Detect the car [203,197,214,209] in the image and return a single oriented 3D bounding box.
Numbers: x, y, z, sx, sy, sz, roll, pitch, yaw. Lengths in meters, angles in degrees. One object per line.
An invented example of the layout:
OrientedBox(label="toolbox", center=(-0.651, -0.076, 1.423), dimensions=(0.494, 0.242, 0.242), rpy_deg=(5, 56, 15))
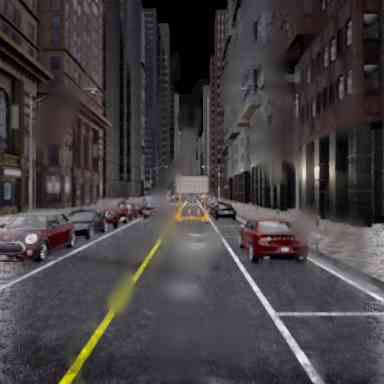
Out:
OrientedBox(label="car", center=(2.775, 1.687, 40.130), dimensions=(2.008, 1.369, 4.403), rpy_deg=(0, 0, 0))

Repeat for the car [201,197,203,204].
OrientedBox(label="car", center=(2.778, 1.761, 51.335), dimensions=(1.802, 1.307, 4.206), rpy_deg=(0, 0, 0))

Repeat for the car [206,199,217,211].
OrientedBox(label="car", center=(2.774, 1.682, 34.529), dimensions=(1.947, 1.339, 4.313), rpy_deg=(0, 0, 0))

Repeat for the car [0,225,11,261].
OrientedBox(label="car", center=(-5.758, 1.588, 6.510), dimensions=(1.947, 1.339, 4.313), rpy_deg=(0, 0, 0))

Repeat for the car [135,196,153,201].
OrientedBox(label="car", center=(-5.750, 1.432, 34.519), dimensions=(2.192, 1.841, 5.009), rpy_deg=(0, 0, 0))

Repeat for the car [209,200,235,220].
OrientedBox(label="car", center=(2.772, 1.662, 28.927), dimensions=(1.947, 1.339, 4.313), rpy_deg=(0, 0, 0))

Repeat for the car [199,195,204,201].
OrientedBox(label="car", center=(2.780, 1.516, 56.938), dimensions=(2.192, 1.841, 5.009), rpy_deg=(0, 0, 0))

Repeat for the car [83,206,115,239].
OrientedBox(label="car", center=(-5.756, 1.625, 17.713), dimensions=(1.947, 1.339, 4.313), rpy_deg=(0, 0, 0))

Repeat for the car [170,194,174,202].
OrientedBox(label="car", center=(-5.741, 1.709, 73.730), dimensions=(1.967, 1.590, 4.097), rpy_deg=(0, 0, 0))

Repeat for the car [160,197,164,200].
OrientedBox(label="car", center=(-5.747, 1.704, 51.153), dimensions=(1.752, 1.417, 4.829), rpy_deg=(0, 0, 0))

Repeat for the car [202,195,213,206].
OrientedBox(label="car", center=(2.777, 1.597, 45.734), dimensions=(1.967, 1.590, 4.097), rpy_deg=(0, 0, 0))

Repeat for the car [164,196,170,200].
OrientedBox(label="car", center=(-5.744, 1.664, 62.527), dimensions=(1.967, 1.590, 4.097), rpy_deg=(0, 0, 0))

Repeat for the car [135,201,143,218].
OrientedBox(label="car", center=(-5.753, 1.679, 28.916), dimensions=(1.802, 1.307, 4.206), rpy_deg=(0, 0, 0))

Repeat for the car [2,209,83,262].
OrientedBox(label="car", center=(-5.756, 1.481, 12.112), dimensions=(1.967, 1.590, 4.097), rpy_deg=(0, 0, 0))

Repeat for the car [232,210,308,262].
OrientedBox(label="car", center=(2.769, 1.585, 12.120), dimensions=(1.887, 1.381, 4.507), rpy_deg=(0, 0, 0))

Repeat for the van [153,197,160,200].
OrientedBox(label="van", center=(-5.748, 1.499, 45.722), dimensions=(1.690, 1.788, 3.998), rpy_deg=(0, 0, 0))

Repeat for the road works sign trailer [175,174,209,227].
OrientedBox(label="road works sign trailer", center=(0.006, 0.543, 23.782), dimensions=(2.380, 3.560, 2.880), rpy_deg=(0, 0, 0))

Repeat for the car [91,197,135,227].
OrientedBox(label="car", center=(-5.753, 1.393, 23.316), dimensions=(2.192, 1.841, 5.009), rpy_deg=(0, 0, 0))

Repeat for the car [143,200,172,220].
OrientedBox(label="car", center=(-3.090, 1.662, 29.445), dimensions=(1.994, 1.385, 4.181), rpy_deg=(0, 0, 0))

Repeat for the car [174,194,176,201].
OrientedBox(label="car", center=(-5.739, 1.880, 84.933), dimensions=(1.947, 1.339, 4.313), rpy_deg=(0, 0, 0))
